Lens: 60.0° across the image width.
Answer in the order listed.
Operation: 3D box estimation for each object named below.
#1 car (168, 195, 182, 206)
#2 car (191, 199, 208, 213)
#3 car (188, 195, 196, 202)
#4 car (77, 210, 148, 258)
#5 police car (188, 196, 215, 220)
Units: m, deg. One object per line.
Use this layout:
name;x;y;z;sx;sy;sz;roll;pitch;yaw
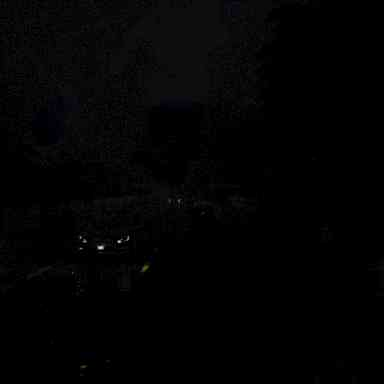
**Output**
car;-2.798;1.365;55.385;2.097;1.767;4.553;0;0;0
car;0.833;1.506;37.850;1.812;1.442;4.674;0;0;0
car;0.014;1.510;78.208;1.994;1.385;4.181;0;0;0
car;-2.848;1.485;12.801;1.837;1.490;4.892;0;0;0
police car;0.831;1.402;27.955;1.930;1.638;5.238;0;0;0
